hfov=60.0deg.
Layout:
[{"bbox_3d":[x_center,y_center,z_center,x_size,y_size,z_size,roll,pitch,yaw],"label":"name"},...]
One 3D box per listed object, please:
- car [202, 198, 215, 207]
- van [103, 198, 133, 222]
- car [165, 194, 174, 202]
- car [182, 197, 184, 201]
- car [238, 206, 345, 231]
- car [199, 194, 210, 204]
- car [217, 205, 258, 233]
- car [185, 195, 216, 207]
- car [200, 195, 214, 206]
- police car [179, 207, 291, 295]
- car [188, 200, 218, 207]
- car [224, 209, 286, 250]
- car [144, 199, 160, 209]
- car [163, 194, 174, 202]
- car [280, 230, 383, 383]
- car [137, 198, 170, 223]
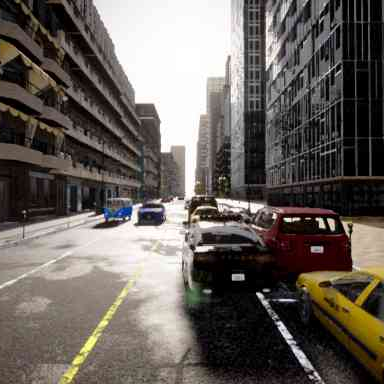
[{"bbox_3d":[2.585,1.658,53.722,1.947,1.339,4.313,1,0,0],"label":"car"},{"bbox_3d":[-5.731,1.367,26.092,1.690,1.788,3.998,1,0,0],"label":"van"},{"bbox_3d":[-5.864,1.532,86.844,2.192,1.841,5.009,1,0,0],"label":"car"},{"bbox_3d":[-0.091,1.598,46.787,1.812,1.442,4.674,0,0,0],"label":"car"},{"bbox_3d":[2.685,1.322,9.540,2.192,1.841,5.009,1,0,0],"label":"car"},{"bbox_3d":[2.552,1.462,70.292,2.192,1.841,5.009,1,0,0],"label":"car"},{"bbox_3d":[2.658,1.563,20.586,1.887,1.381,4.507,1,0,0],"label":"car"},{"bbox_3d":[0.774,1.247,24.944,2.150,2.045,5.566,0,0,-1],"label":"car"},{"bbox_3d":[2.577,1.425,59.246,2.192,1.841,5.009,1,0,0],"label":"car"},{"bbox_3d":[0.719,1.431,8.953,1.930,1.638,5.238,0,0,-4],"label":"police car"},{"bbox_3d":[0.812,1.472,19.082,1.801,1.575,5.366,0,0,0],"label":"car"},{"bbox_3d":[2.669,1.577,15.062,1.947,1.339,4.313,1,0,0],"label":"car"},{"bbox_3d":[-5.783,1.658,48.182,1.802,1.307,4.206,1,0,0],"label":"car"},{"bbox_3d":[-5.842,1.713,75.796,1.887,1.381,4.507,1,0,0],"label":"car"},{"bbox_3d":[2.693,1.528,4.188,1.752,1.417,4.829,1,0,0],"label":"car"},{"bbox_3d":[-3.056,1.504,25.977,1.882,1.535,5.008,0,0,0],"label":"car"}]
